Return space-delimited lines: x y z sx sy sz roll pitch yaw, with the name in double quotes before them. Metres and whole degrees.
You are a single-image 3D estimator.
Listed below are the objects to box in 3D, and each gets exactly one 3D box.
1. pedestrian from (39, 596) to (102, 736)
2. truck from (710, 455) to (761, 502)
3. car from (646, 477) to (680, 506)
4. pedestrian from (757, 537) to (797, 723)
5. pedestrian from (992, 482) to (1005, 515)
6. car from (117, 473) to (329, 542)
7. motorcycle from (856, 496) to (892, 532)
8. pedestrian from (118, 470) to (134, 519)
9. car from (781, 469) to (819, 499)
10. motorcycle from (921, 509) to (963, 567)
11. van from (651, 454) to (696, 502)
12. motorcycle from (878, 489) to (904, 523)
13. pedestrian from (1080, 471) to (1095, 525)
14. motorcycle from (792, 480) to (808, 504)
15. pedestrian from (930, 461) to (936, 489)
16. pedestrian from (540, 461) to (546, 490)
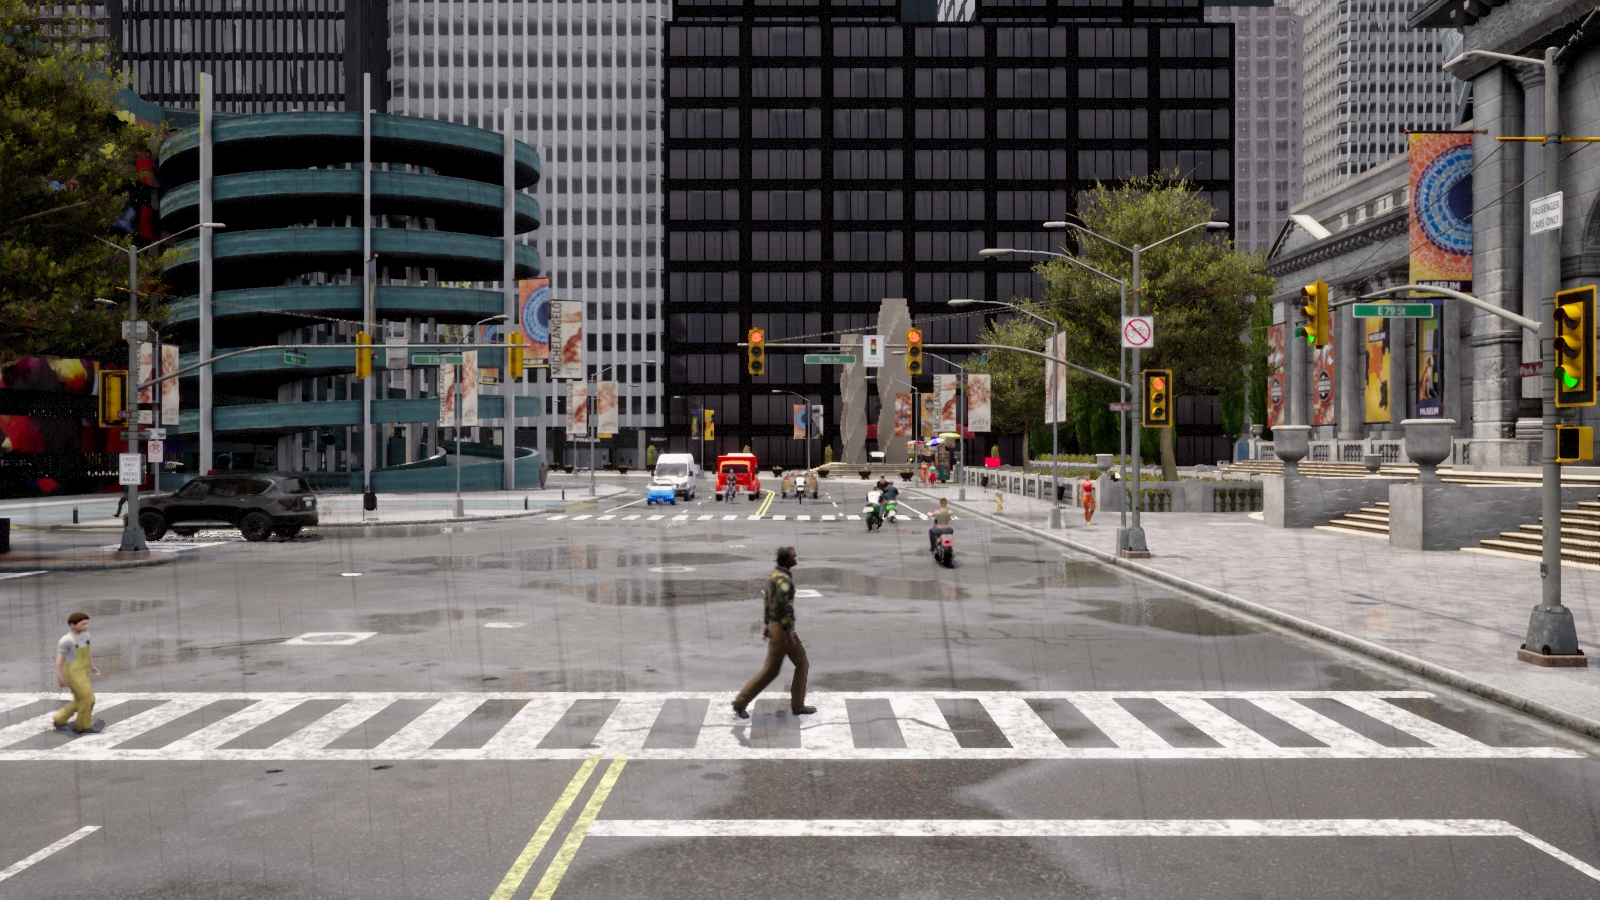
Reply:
"pedestrian" -7.212 2.124 11.298 0.375 1.300 0.375 0 0 4
"truck" -3.541 1.543 64.074 2.627 2.467 5.204 0 0 -1
"car" -6.988 2.098 58.266 1.481 1.376 2.207 0 0 0
"pedestrian" -0.237 1.843 11.807 0.375 1.860 0.375 0 0 -8
"pedestrian" 8.014 1.959 46.107 0.375 1.300 0.375 0 0 -35
"car" -17.871 1.765 35.570 5.566 2.045 2.150 0 0 2
"motorcycle" 2.580 2.197 39.652 0.803 1.145 2.033 0 0 16
"pedestrian" -25.571 1.679 43.332 0.375 1.860 0.375 0 0 5
"car" -0.012 1.966 67.769 2.152 1.651 5.027 0 0 0
"motorcycle" 3.503 2.159 28.342 0.764 1.277 2.356 0 0 0
"van" -7.042 1.510 64.165 1.988 2.561 5.915 0 0 -1
"motorcycle" 3.527 2.165 44.334 0.856 1.236 1.805 0 0 0
"pedestrian" 9.992 1.681 39.755 0.375 1.860 0.375 0 0 -12
"motorcycle" -0.010 2.190 59.804 0.803 1.145 2.033 0 0 0
"pedestrian" 8.981 1.667 77.175 0.375 1.860 0.375 0 0 -1
"pedestrian" -16.862 1.667 74.942 0.375 1.860 0.375 0 0 -9
